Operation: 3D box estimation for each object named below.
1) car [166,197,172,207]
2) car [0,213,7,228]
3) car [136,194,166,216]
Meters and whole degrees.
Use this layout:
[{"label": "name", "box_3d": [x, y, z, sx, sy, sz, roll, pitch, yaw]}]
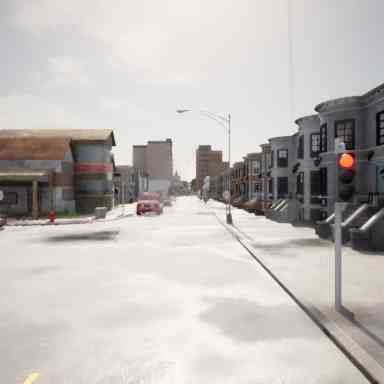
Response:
[{"label": "car", "box_3d": [-4.087, 1.503, 51.345, 1.837, 1.490, 4.892, 0, 0, 0]}, {"label": "car", "box_3d": [-13.337, 1.563, 19.724, 4.181, 1.385, 1.994, 0, 0, 2]}, {"label": "car", "box_3d": [-4.103, 1.219, 33.090, 2.150, 2.045, 5.566, 0, 0, 0]}]
